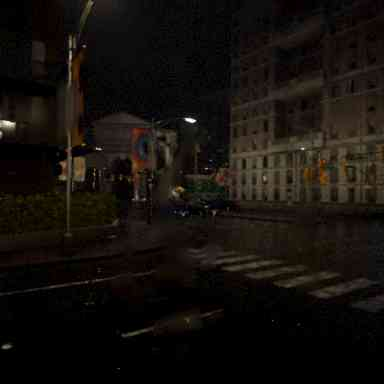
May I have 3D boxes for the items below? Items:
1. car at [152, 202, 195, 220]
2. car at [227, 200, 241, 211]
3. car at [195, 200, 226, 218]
[{"bbox_3d":[-2.083,1.725,31.062,1.812,1.442,4.674,1,0,-35],"label":"car"},{"bbox_3d":[4.912,1.891,47.495,1.837,1.490,4.892,1,-1,-35],"label":"car"},{"bbox_3d":[0.708,1.734,33.177,2.128,1.511,4.902,1,0,-35],"label":"car"}]
